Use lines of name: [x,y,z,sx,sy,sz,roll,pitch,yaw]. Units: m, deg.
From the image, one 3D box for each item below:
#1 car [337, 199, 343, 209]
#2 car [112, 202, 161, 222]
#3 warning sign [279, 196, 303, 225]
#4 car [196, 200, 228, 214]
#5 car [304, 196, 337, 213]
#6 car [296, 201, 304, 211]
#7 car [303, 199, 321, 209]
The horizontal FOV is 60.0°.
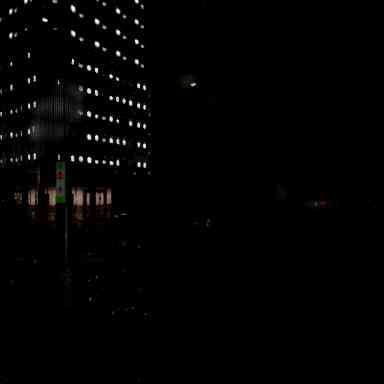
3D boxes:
car: [21.921,1.813,51.058,1.882,1.535,5.008,0,0,31]
car: [-4.695,1.677,28.621,1.837,1.490,4.892,0,0,34]
warning sign: [6.826,1.248,22.955,1.300,1.860,1.060,0,0,34]
car: [2.379,1.731,38.997,1.882,1.535,5.008,0,-1,34]
car: [16.412,1.498,42.238,2.150,2.045,5.566,0,0,34]
car: [14.128,1.896,44.679,1.895,1.301,4.718,0,0,33]
car: [19.142,1.875,52.744,1.812,1.442,4.674,0,0,31]
